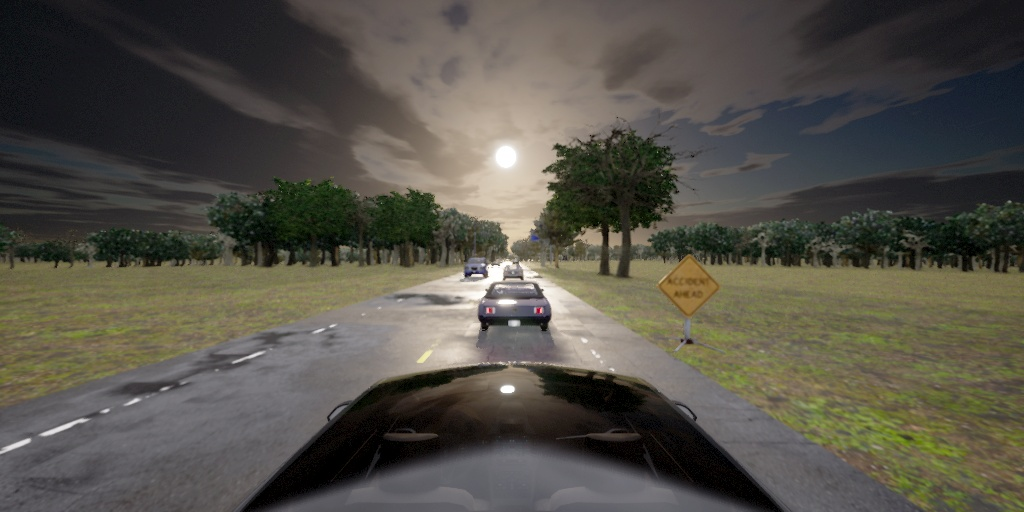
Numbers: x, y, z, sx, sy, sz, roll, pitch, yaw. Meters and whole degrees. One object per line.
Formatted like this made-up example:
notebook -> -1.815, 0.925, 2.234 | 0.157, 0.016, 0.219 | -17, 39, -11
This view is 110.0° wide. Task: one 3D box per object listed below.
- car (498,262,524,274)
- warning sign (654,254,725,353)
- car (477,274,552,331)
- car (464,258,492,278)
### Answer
car -> 0.096, 1.480, 32.232 | 2.033, 1.411, 5.357 | 0, 0, 0
warning sign -> 3.550, 0.895, 7.274 | 1.300, 1.860, 1.060 | 0, 0, 0
car -> 0.077, 1.401, 11.170 | 1.895, 1.301, 4.718 | 0, 0, 0
car -> -3.597, 1.190, 37.012 | 2.150, 2.045, 5.566 | 0, 0, 0
